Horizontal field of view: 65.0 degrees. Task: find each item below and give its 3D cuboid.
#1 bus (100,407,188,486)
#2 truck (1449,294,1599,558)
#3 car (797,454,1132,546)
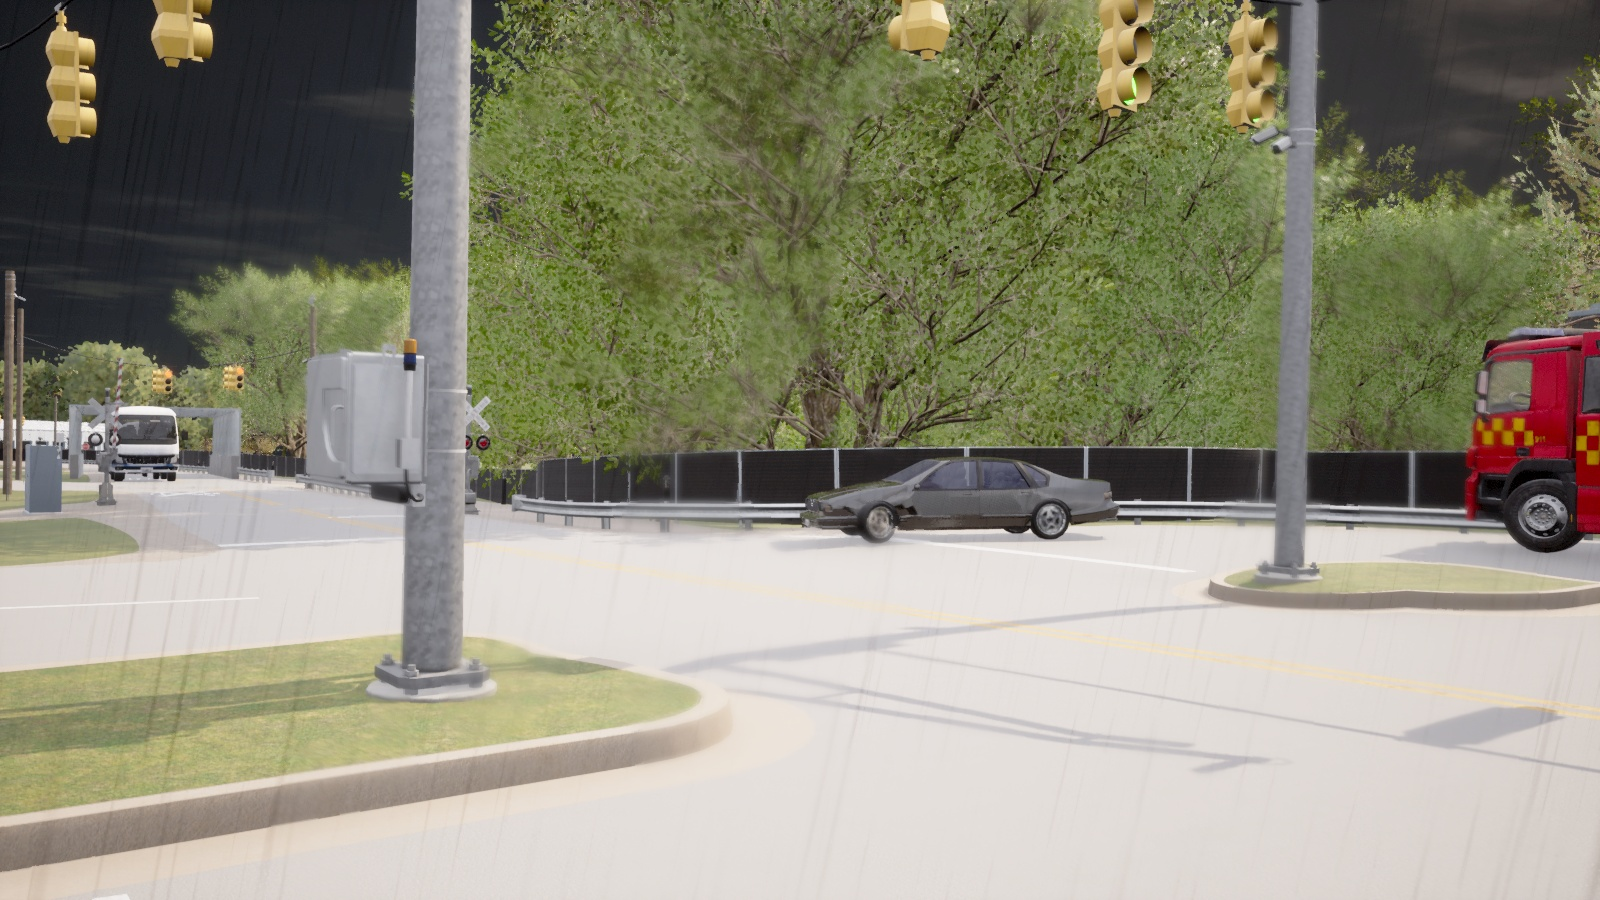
[{"bbox_3d":[-38.123,-0.189,72.779,3.944,4.253,10.273,0,0,-31],"label":"bus"},{"bbox_3d":[13.219,-0.340,17.421,2.891,3.827,8.468,0,1,-10],"label":"truck"},{"bbox_3d":[2.765,0.806,21.675,5.357,1.411,2.033,-1,0,-11],"label":"car"}]
